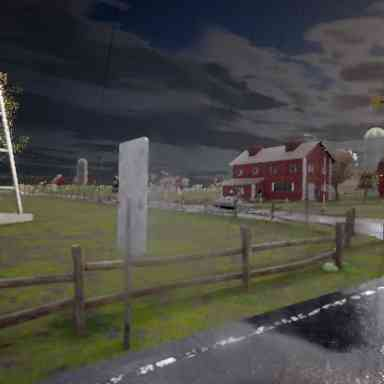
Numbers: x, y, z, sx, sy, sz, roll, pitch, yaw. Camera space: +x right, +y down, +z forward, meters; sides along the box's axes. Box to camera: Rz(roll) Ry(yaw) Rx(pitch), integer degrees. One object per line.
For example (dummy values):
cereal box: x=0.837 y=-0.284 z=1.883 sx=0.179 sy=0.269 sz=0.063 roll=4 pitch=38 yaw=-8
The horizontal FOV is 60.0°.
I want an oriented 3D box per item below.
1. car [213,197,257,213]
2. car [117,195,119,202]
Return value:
car: x=4.091 y=1.212 z=31.997 sx=2.128 sy=1.511 sz=4.902 roll=2 pitch=0 yaw=-35
car: x=-9.898 y=0.754 z=51.795 sx=2.097 sy=1.767 sz=4.553 roll=2 pitch=0 yaw=-35
